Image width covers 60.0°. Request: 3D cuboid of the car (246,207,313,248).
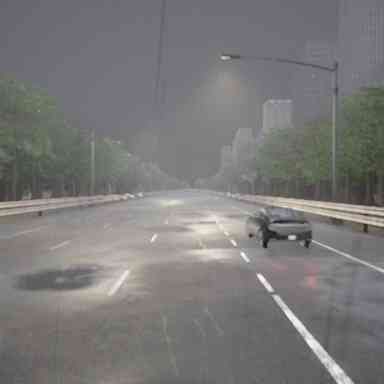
[{"bbox_3d":[3.521,1.375,14.134,2.128,1.511,4.902,0,0,0],"label":"car"}]
